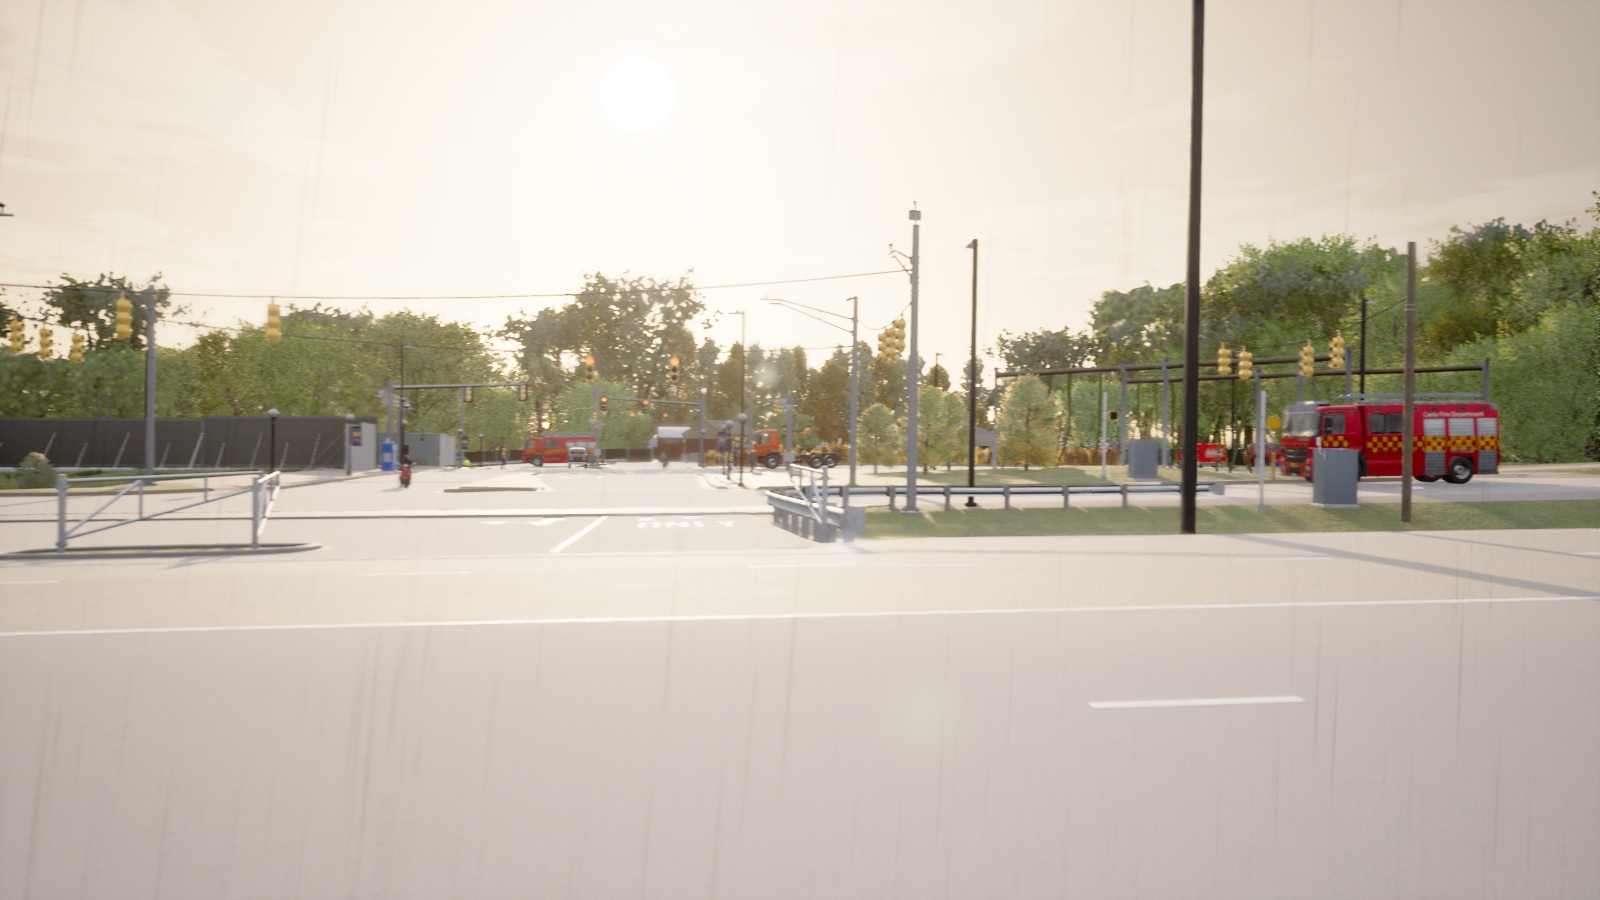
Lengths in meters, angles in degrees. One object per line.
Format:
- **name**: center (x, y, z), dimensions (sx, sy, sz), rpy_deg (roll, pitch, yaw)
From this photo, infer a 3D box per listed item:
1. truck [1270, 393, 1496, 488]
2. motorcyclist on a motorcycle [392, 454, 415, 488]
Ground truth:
- **truck**: center (24.747, -0.417, 53.468), dimensions (8.468, 3.827, 2.891), rpy_deg (-1, 1, -7)
- **motorcyclist on a motorcycle**: center (-18.830, 0.994, 59.679), dimensions (0.866, 1.590, 1.817), rpy_deg (0, 0, -11)
